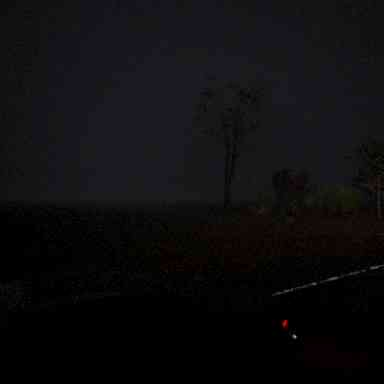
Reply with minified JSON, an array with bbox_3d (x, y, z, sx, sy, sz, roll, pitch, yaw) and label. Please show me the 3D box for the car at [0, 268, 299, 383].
[{"bbox_3d":[-1.302,1.548,3.065,5.357,1.411,2.033,0,0,-36],"label":"car"}]
